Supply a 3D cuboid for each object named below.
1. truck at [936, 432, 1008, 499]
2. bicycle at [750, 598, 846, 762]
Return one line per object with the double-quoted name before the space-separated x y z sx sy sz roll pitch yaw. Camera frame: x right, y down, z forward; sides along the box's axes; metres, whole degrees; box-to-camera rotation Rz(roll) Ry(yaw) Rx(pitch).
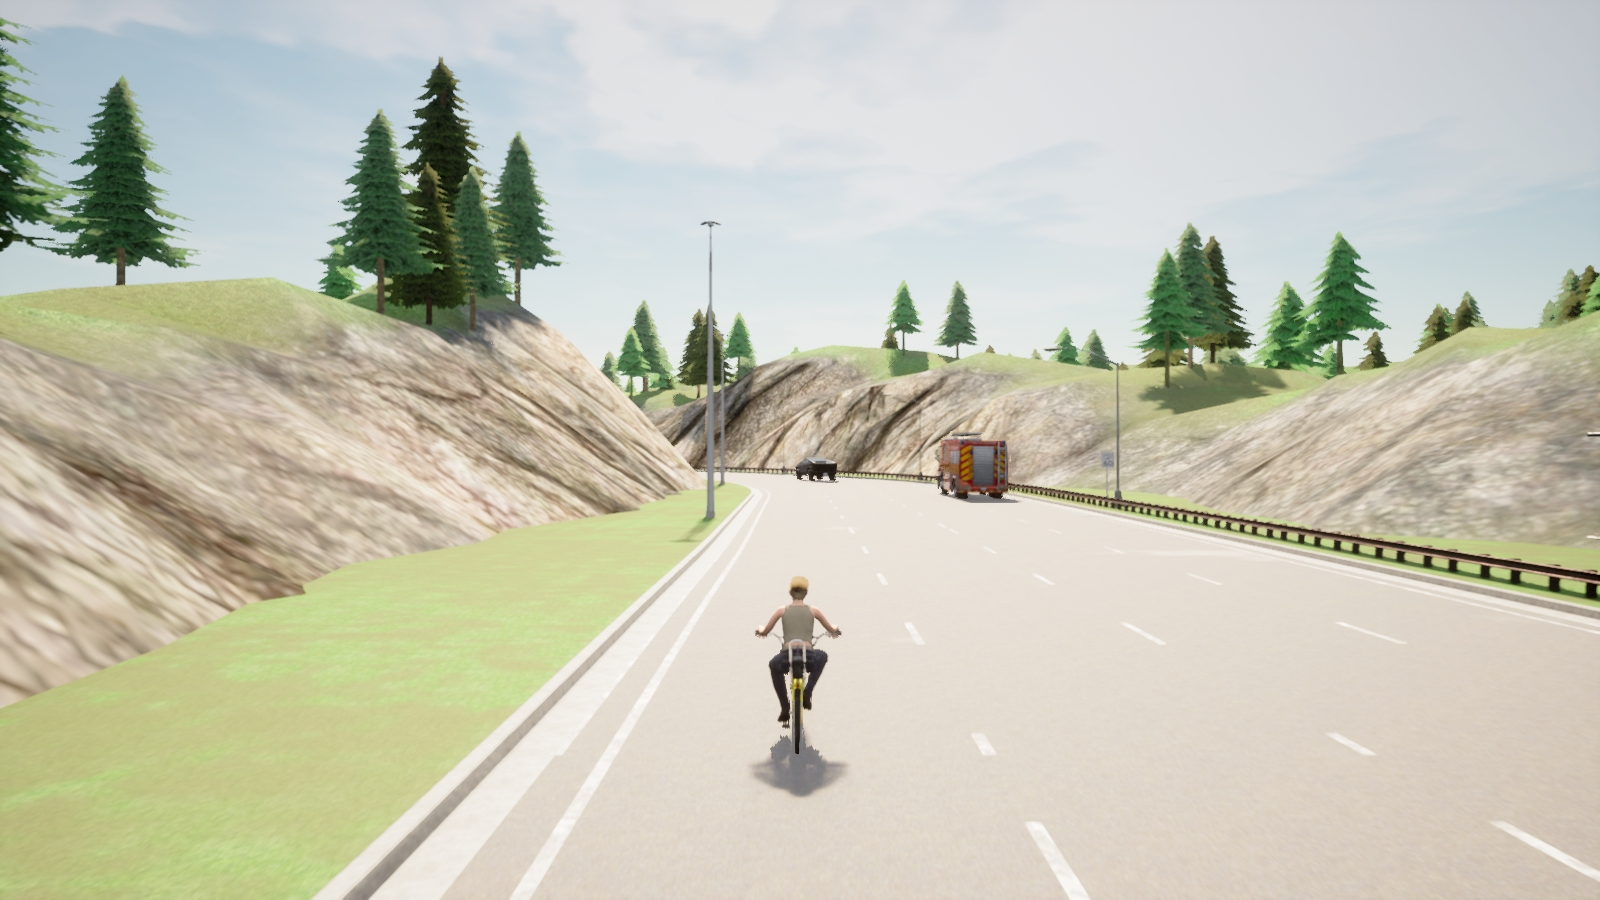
"truck" 10.297 0.901 69.461 2.891 3.827 8.468 0 0 -2
"bicycle" -0.016 2.160 10.979 0.859 1.276 1.487 0 0 0
